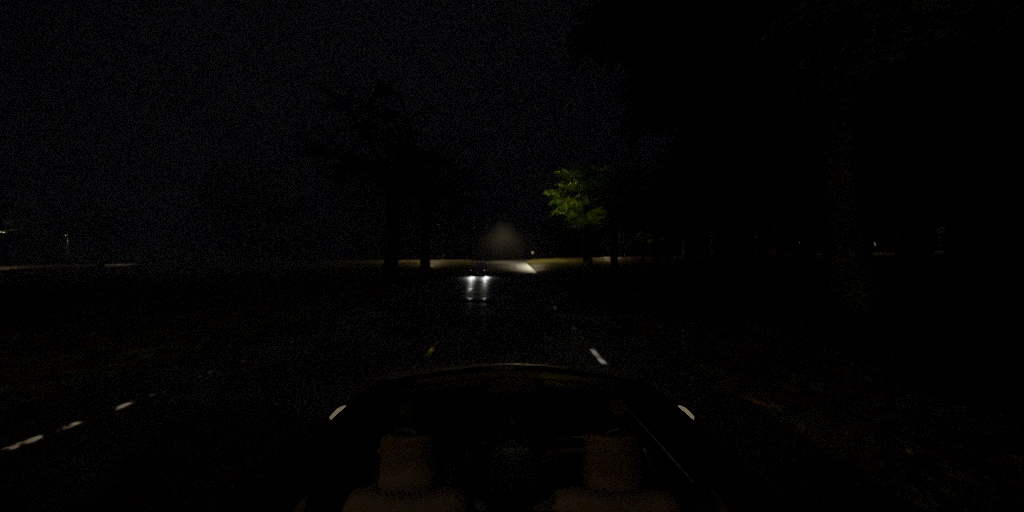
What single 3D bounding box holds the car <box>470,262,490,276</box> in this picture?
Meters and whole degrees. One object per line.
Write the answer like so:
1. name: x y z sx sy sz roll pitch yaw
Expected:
1. car: -3.579 1.454 39.988 1.812 1.442 4.674 0 0 0
